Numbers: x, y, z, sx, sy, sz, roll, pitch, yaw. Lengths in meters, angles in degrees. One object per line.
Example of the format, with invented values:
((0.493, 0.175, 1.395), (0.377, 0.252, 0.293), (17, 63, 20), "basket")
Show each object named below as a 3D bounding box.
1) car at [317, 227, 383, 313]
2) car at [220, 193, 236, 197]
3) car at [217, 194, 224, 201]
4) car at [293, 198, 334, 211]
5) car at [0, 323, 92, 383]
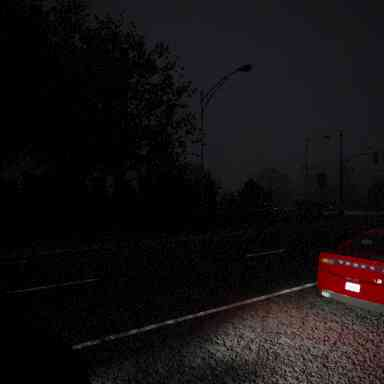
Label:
((4.771, 1.478, 7.128), (5.008, 1.535, 1.882), (0, 0, -35), "car")
((5.730, 1.124, 60.690), (2.150, 2.045, 5.566), (0, 1, -33), "car")
((3.913, 1.454, 56.641), (1.812, 1.442, 4.674), (0, 1, -32), "car")
((14.463, 1.478, 39.831), (1.882, 1.535, 5.008), (0, 0, -33), "car")
((-2.980, 1.492, 1.628), (4.902, 1.511, 2.128), (0, 0, -35), "car")
